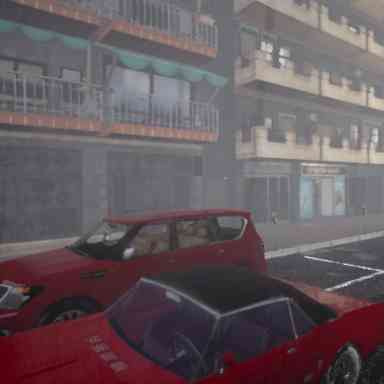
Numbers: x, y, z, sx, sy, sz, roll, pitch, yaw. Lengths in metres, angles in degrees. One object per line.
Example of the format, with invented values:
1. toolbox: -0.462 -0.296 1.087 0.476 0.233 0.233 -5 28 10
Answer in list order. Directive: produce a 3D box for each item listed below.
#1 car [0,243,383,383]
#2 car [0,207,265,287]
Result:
1. car: -0.067 1.567 3.331 4.718 1.301 1.895 -1 1 -35
2. car: -0.816 1.263 5.980 5.009 1.841 2.192 -1 1 -36
